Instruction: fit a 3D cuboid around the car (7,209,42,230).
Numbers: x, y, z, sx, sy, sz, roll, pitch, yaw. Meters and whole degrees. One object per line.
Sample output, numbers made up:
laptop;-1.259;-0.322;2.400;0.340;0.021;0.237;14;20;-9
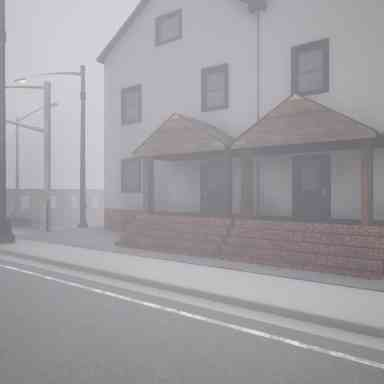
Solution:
car;-15.097;2.177;27.869;2.097;1.767;4.553;0;-9;36
